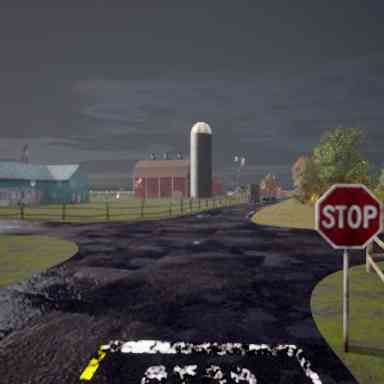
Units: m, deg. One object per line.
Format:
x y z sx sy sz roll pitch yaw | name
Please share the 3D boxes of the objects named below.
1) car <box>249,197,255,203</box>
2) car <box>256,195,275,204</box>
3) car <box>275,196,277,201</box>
12.799 1.449 67.964 2.128 1.511 4.902 0 0 19 | car
14.035 1.456 63.122 2.128 1.511 4.902 0 0 19 | car
17.439 1.375 72.973 1.994 1.385 4.181 0 0 19 | car
